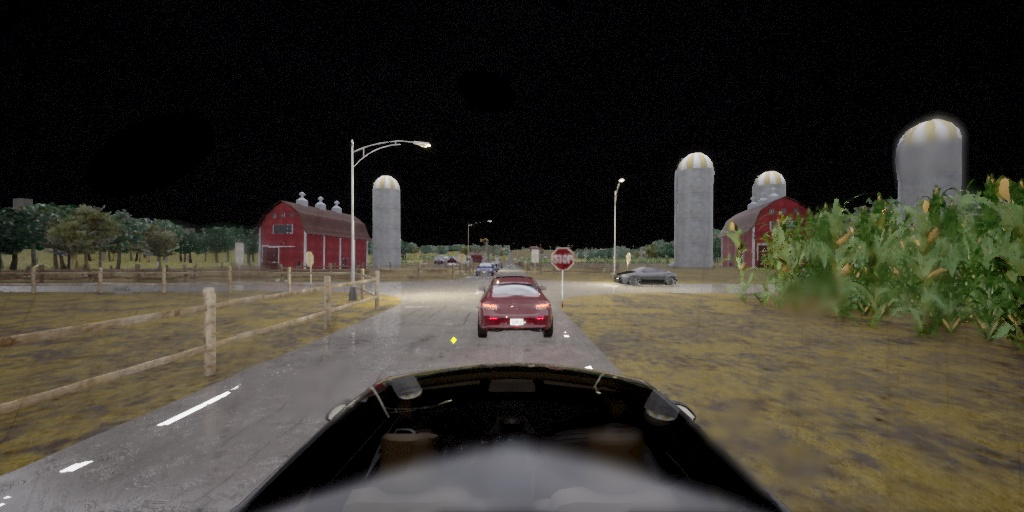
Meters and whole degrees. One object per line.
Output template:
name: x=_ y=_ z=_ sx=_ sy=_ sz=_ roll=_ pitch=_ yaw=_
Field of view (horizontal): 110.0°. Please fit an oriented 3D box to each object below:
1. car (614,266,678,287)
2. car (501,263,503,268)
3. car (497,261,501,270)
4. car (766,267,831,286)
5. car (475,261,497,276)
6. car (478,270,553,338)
car: x=9.451 y=1.416 z=25.446 sx=4.181 sy=1.385 sz=1.994 roll=0 pitch=1 yaw=-4
car: x=-2.931 y=1.558 z=58.654 sx=1.837 sy=1.490 sz=4.892 roll=0 pitch=-1 yaw=0
car: x=-2.924 y=1.531 z=48.951 sx=1.994 sy=1.385 sz=4.181 roll=0 pitch=0 yaw=0
car: x=21.423 y=1.501 z=25.666 sx=5.357 sy=1.411 sz=2.033 roll=1 pitch=1 yaw=0
car: x=-2.913 y=1.434 z=39.925 sx=1.812 sy=1.442 sz=4.674 roll=0 pitch=0 yaw=0
car: x=0.037 y=1.283 z=10.146 sx=1.812 sy=1.442 sz=4.674 roll=0 pitch=0 yaw=-2
